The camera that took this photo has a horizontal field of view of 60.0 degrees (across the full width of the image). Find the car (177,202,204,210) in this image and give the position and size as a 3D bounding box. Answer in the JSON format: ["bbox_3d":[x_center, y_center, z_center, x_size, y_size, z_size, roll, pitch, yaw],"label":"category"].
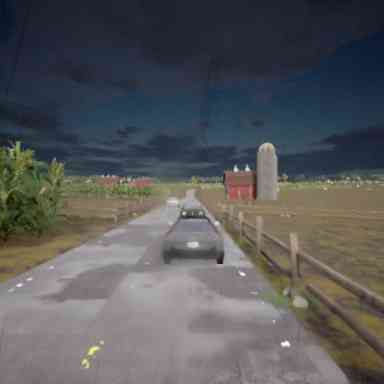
[{"bbox_3d":[0.056,1.572,26.397,1.895,1.301,4.718,0,0,0],"label":"car"}]

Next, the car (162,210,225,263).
[{"bbox_3d":[0.062,1.541,11.860,1.994,1.385,4.181,0,0,1],"label":"car"}]

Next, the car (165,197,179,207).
[{"bbox_3d":[-2.835,1.517,49.975,1.812,1.442,4.674,0,0,0],"label":"car"}]
